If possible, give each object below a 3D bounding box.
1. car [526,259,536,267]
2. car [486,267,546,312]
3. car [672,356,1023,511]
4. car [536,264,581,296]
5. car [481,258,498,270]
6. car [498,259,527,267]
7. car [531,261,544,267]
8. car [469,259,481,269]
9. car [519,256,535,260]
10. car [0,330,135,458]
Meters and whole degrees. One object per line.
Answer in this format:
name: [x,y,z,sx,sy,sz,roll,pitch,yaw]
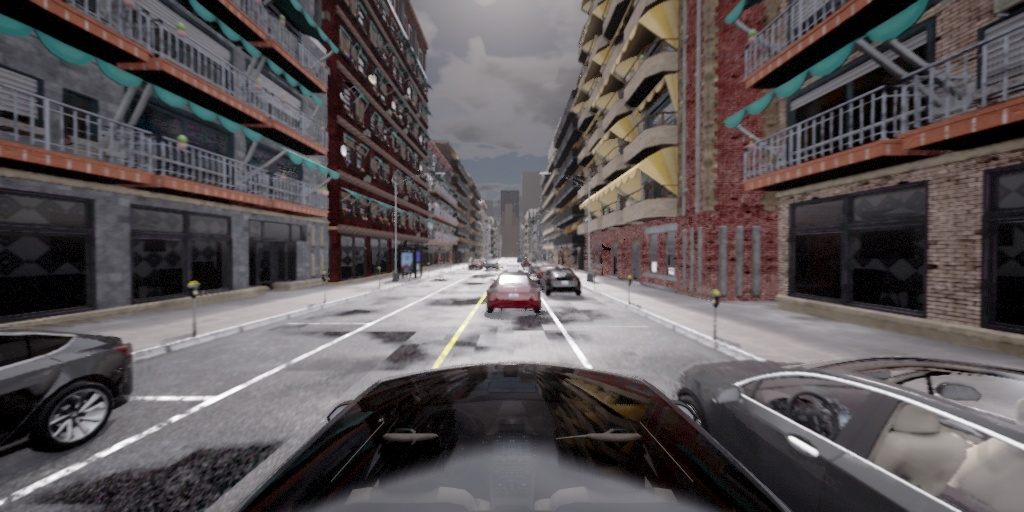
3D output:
car: [2.526,1.276,36.093,2.007,1.370,4.403,0,0,0]
car: [0.070,1.303,14.174,1.994,1.385,4.181,0,0,0]
car: [2.532,1.300,2.107,2.007,1.370,4.403,0,0,0]
car: [2.529,1.302,19.100,1.948,1.339,4.313,0,0,0]
car: [-2.838,1.264,51.289,2.033,1.411,5.357,0,0,0]
car: [0.073,1.254,29.804,1.812,1.442,4.674,0,0,0]
car: [2.528,1.277,24.764,1.888,1.381,4.507,0,0,0]
car: [-5.324,1.155,53.319,1.967,1.591,4.097,0,0,0]
car: [2.546,1.031,53.086,2.192,1.841,5.009,0,0,0]
car: [-5.316,1.315,2.459,1.948,1.339,4.313,0,0,0]
